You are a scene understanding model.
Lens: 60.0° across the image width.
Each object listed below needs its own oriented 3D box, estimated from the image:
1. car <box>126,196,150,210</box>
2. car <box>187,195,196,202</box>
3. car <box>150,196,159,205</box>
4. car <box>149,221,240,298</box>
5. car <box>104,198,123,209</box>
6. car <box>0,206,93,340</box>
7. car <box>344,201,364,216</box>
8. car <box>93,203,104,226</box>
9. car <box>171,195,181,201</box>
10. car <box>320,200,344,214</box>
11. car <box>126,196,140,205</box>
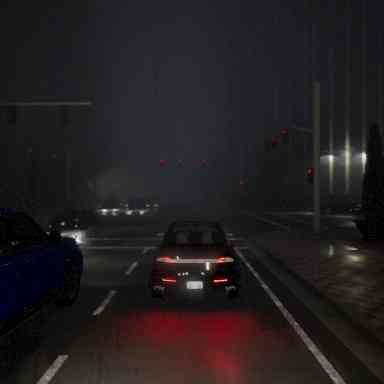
[{"bbox_3d":[-7.173,1.477,43.977,1.882,1.535,5.008,0,0,0],"label":"car"},{"bbox_3d":[-0.134,1.429,75.564,1.837,1.490,4.892,0,0,0],"label":"car"},{"bbox_3d":[-7.175,1.505,60.807,1.837,1.490,4.892,0,0,0],"label":"car"},{"bbox_3d":[0.078,1.492,8.518,2.128,1.511,4.902,0,0,1],"label":"car"},{"bbox_3d":[-10.671,1.564,44.869,1.994,1.385,4.181,0,0,1],"label":"car"},{"bbox_3d":[-3.451,1.221,4.886,2.150,2.045,5.566,0,0,1],"label":"car"},{"bbox_3d":[17.479,1.505,31.472,4.892,1.490,1.837,0,0,-1],"label":"car"},{"bbox_3d":[-7.136,1.564,20.401,1.994,1.385,4.181,0,0,0],"label":"car"},{"bbox_3d":[-3.635,1.339,76.097,1.812,1.442,4.674,0,0,0],"label":"car"},{"bbox_3d":[15.231,1.564,34.946,4.181,1.385,1.994,0,0,-1],"label":"car"},{"bbox_3d":[-10.675,1.525,60.460,1.812,1.442,4.674,0,0,0],"label":"car"}]
